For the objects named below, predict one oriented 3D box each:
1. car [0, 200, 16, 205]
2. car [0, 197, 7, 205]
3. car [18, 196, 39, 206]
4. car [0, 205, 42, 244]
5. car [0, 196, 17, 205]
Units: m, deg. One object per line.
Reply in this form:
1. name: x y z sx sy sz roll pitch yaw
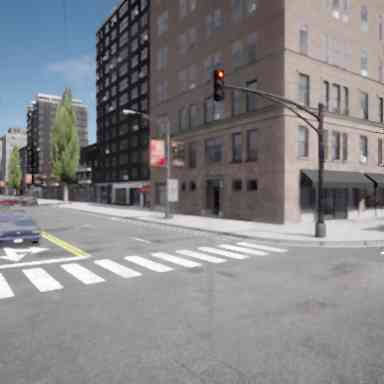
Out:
1. car: -14.039 1.548 23.598 1.994 1.385 4.181 0 0 -35
2. car: -33.954 1.553 58.634 1.895 1.301 4.718 0 0 -35
3. car: -25.035 1.442 51.399 2.128 1.511 4.902 0 0 -34
4. car: -8.359 1.535 15.341 2.033 1.411 5.357 0 0 -34
5. car: -27.790 1.485 49.678 1.812 1.442 4.674 0 0 -35
